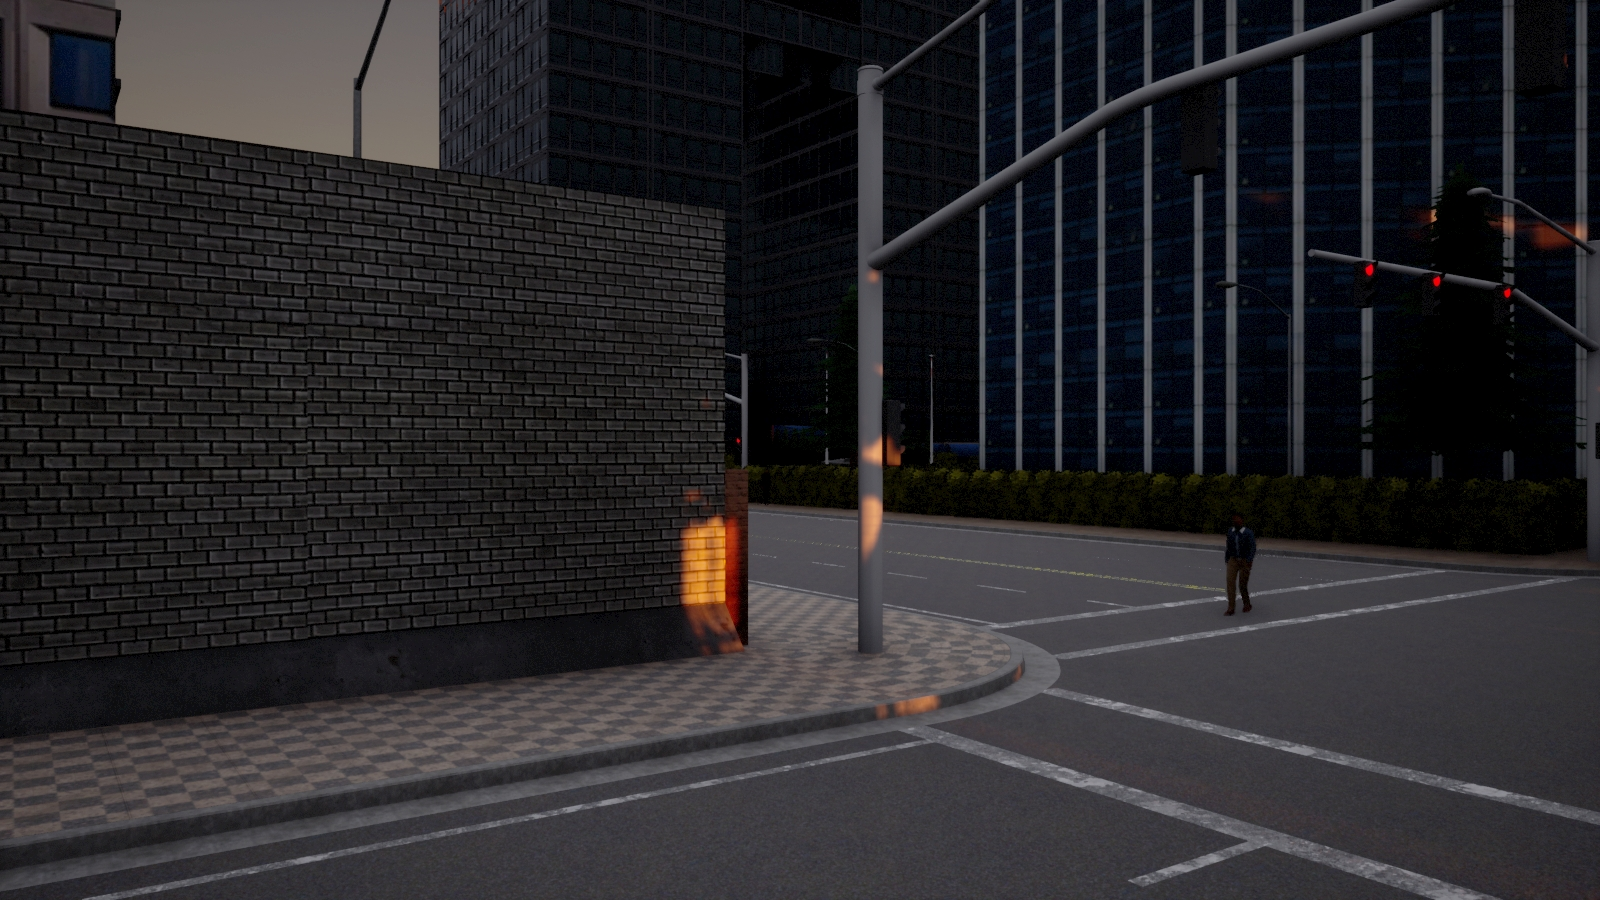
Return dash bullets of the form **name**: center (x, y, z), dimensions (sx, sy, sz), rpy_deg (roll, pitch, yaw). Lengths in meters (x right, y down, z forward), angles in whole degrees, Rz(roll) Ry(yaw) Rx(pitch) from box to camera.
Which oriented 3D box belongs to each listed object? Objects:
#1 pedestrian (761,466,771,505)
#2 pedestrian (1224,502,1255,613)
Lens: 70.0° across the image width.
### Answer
- **pedestrian**: center (-1.629, 1.698, 54.770), dimensions (0.375, 1.860, 0.375), rpy_deg (0, 0, -32)
- **pedestrian**: center (7.596, 1.848, 19.729), dimensions (0.375, 1.860, 0.375), rpy_deg (0, 0, -43)
